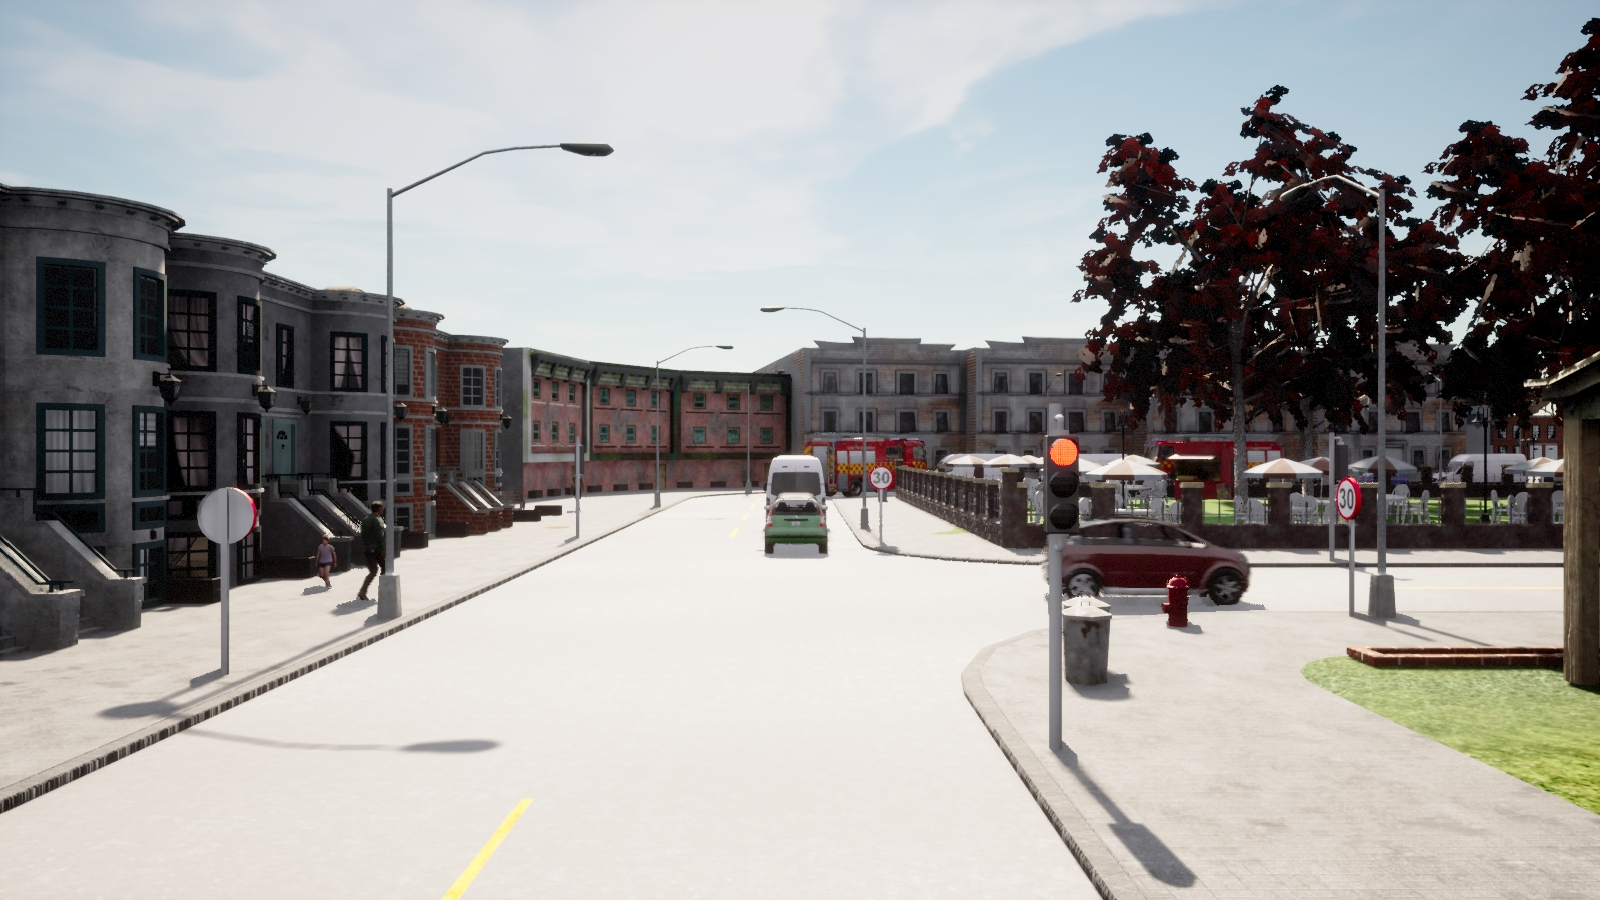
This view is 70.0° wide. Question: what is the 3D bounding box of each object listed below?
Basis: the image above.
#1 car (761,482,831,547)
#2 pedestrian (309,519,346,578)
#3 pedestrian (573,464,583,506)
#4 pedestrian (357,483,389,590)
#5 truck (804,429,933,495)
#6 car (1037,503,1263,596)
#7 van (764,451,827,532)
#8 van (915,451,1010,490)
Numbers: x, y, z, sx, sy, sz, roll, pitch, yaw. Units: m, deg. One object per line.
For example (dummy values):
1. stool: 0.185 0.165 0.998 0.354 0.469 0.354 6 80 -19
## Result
1. car: -0.119 1.779 32.373 1.851 1.617 3.988 0 0 0
2. pedestrian: -9.170 1.904 22.179 0.500 1.100 0.500 0 0 1
3. pedestrian: -9.720 1.525 50.022 0.375 1.860 0.375 0 0 -6
4. pedestrian: -7.585 1.524 20.297 0.375 1.860 0.375 0 0 29
5. truck: 4.295 0.672 70.228 8.468 3.827 2.891 0 0 -43
6. car: 6.411 1.805 21.253 3.705 1.549 1.789 0 0 4
7. van: -0.147 1.315 39.074 1.988 2.561 5.915 0 0 0
8. van: 10.550 1.314 74.428 5.915 2.561 1.988 0 0 0
